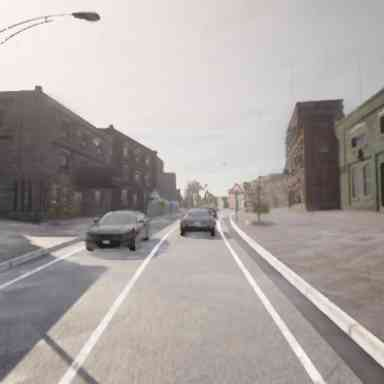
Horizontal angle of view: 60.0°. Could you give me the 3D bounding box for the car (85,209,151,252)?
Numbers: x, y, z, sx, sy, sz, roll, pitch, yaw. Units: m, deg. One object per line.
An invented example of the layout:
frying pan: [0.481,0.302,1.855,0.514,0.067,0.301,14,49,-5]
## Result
car: [-2.977,1.522,14.251,1.882,1.535,5.008,0,-1,1]

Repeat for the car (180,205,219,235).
car: [0.380,1.684,19.572,1.994,1.385,4.181,0,-1,2]
